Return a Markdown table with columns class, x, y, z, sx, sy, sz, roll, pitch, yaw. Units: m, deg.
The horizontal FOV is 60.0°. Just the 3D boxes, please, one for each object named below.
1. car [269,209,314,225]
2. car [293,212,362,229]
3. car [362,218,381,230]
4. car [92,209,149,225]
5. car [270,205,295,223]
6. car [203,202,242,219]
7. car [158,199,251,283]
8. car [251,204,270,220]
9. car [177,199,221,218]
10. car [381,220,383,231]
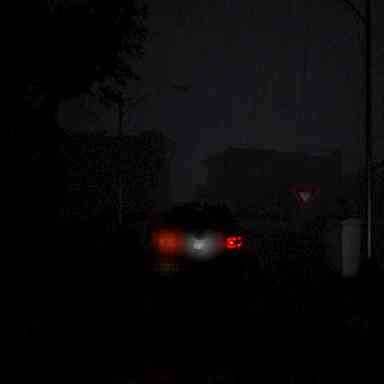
| class | x | y | z | sx | sy | sz | roll | pitch | yaw |
| --- | --- | --- | --- | --- | --- | --- | --- | --- | --- |
| car | 12.320 | 3.065 | 41.445 | 1.946 | 1.575 | 5.366 | 6 | -3 | -32 |
| car | 13.007 | 2.901 | 32.072 | 5.357 | 1.411 | 2.033 | 6 | -2 | -12 |
| car | 21.248 | 3.971 | 43.080 | 2.002 | 1.452 | 4.674 | 6 | -3 | -31 |
| car | -6.214 | 2.116 | 29.241 | 4.718 | 1.301 | 1.895 | -2 | -1 | 4 |
| car | 9.508 | 2.532 | 40.660 | 2.435 | 2.045 | 5.566 | 7 | -3 | -32 |
| car | 3.570 | 2.118 | 39.435 | 2.185 | 1.767 | 4.553 | 4 | -2 | -33 |
| car | 0.243 | 1.372 | 10.251 | 2.150 | 2.045 | 5.566 | 0 | -1 | 1 |
| car | 6.528 | 2.367 | 40.018 | 2.185 | 1.767 | 4.553 | 6 | -3 | -32 |
| car | 0.708 | 1.828 | 38.763 | 2.435 | 2.045 | 5.566 | 1 | -2 | -32 |
| car | 24.203 | 4.259 | 43.678 | 2.002 | 1.452 | 4.674 | 7 | -3 | -31 |
